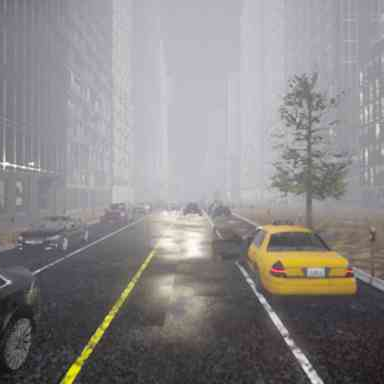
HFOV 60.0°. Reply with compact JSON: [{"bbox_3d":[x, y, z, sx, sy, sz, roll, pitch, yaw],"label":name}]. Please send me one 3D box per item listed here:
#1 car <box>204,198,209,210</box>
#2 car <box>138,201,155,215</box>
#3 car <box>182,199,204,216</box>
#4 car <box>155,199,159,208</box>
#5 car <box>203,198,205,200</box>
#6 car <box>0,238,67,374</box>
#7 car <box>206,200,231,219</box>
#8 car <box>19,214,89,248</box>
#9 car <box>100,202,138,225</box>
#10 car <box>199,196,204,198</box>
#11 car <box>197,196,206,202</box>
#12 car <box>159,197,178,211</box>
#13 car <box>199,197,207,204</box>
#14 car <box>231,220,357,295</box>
[{"bbox_3d":[2.691,1.682,36.862,1.967,1.590,4.097,0,0,0],"label":"car"},{"bbox_3d":[-5.690,1.793,36.883,2.008,1.369,4.403,0,0,0],"label":"car"},{"bbox_3d":[0.065,1.755,34.893,1.812,1.442,4.674,0,0,0],"label":"car"},{"bbox_3d":[-5.691,1.825,42.571,1.887,1.381,4.507,0,0,0],"label":"car"},{"bbox_3d":[2.690,1.824,42.551,1.887,1.381,4.507,0,0,0],"label":"car"},{"bbox_3d":[-3.100,1.511,2.853,2.128,1.511,4.902,0,0,0],"label":"car"},{"bbox_3d":[2.691,1.755,31.173,2.008,1.369,4.403,0,0,0],"label":"car"},{"bbox_3d":[-5.686,1.643,14.126,2.008,1.369,4.403,0,0,0],"label":"car"},{"bbox_3d":[-5.687,1.607,25.506,1.967,1.590,4.097,0,0,0],"label":"car"},{"bbox_3d":[2.686,2.038,70.994,1.947,1.339,4.313,0,0,0],"label":"car"},{"bbox_3d":[2.683,1.946,93.751,2.192,1.841,5.009,0,0,0],"label":"car"},{"bbox_3d":[-3.007,1.832,47.246,2.128,1.511,4.902,0,0,0],"label":"car"},{"bbox_3d":[2.684,2.078,82.542,1.752,1.417,4.829,0,0,0],"label":"car"},{"bbox_3d":[2.348,1.514,8.866,1.801,1.575,5.366,0,0,0],"label":"car"}]
